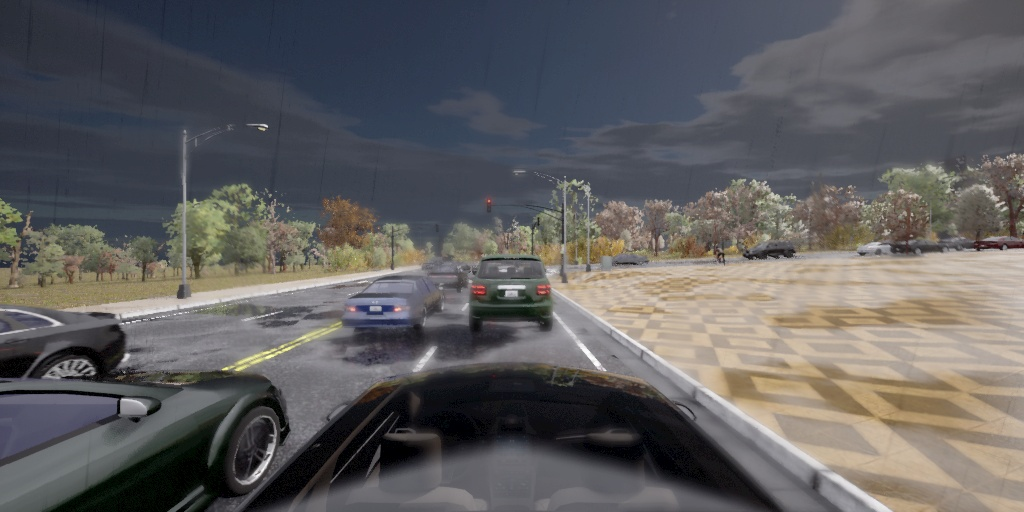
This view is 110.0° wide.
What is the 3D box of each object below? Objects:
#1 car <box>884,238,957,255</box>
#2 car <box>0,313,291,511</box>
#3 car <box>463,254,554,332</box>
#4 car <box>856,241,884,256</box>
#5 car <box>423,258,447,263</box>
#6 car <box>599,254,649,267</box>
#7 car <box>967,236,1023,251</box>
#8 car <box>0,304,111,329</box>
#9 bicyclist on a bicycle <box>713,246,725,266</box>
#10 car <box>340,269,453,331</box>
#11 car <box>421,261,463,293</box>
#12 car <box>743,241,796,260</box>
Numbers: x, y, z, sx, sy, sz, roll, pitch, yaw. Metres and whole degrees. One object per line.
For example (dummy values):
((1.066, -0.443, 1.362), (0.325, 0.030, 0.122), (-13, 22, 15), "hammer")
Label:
((41.236, -0.878, 36.259), (5.008, 1.535, 1.882), (-3, 0, -5), "car")
((-3.173, 1.314, 1.827), (1.994, 1.385, 4.181), (0, 0, 0), "car")
((-0.063, 0.977, 11.047), (2.150, 2.045, 5.566), (0, 0, -1), "car")
((40.574, -0.804, 39.458), (4.674, 1.442, 1.812), (-3, 0, -6), "car")
((-5.787, 1.209, 32.947), (1.837, 1.490, 4.892), (-2, 1, 29), "car")
((12.739, 0.475, 40.828), (5.357, 1.411, 2.033), (-3, 0, -3), "car")
((51.155, -1.315, 37.393), (5.008, 1.535, 1.882), (-3, 0, -7), "car")
((-6.620, 1.242, 3.236), (2.128, 1.511, 4.902), (0, 0, -1), "car")
((17.399, 0.004, 30.152), (0.582, 1.620, 1.656), (-2, 0, -3), "bicyclist on a bicycle")
((-3.311, 1.303, 11.049), (2.033, 1.411, 5.357), (0, 0, -1), "car")
((-3.624, 1.257, 20.796), (2.128, 1.511, 4.902), (0, 0, 0), "car")
((30.054, -0.647, 41.916), (5.566, 2.045, 2.150), (-4, 0, -5), "car")
